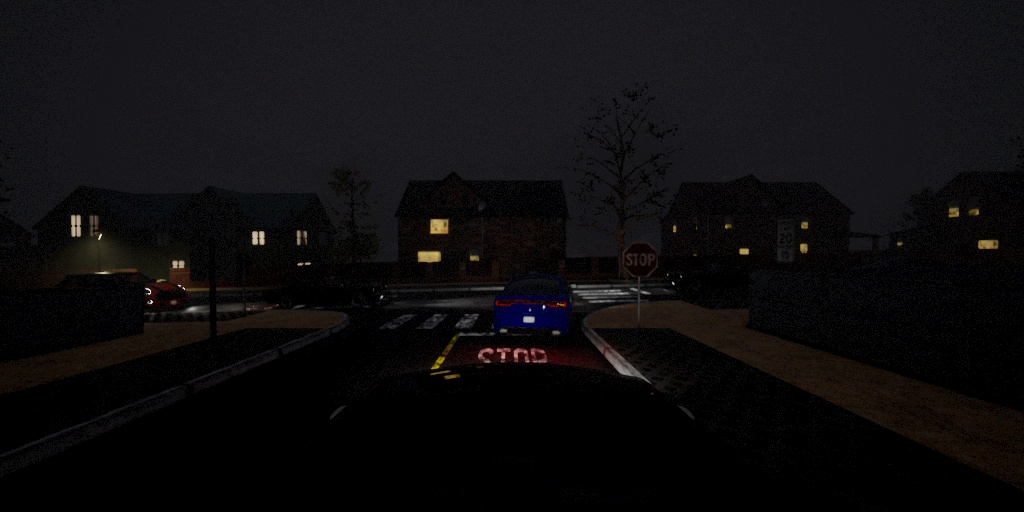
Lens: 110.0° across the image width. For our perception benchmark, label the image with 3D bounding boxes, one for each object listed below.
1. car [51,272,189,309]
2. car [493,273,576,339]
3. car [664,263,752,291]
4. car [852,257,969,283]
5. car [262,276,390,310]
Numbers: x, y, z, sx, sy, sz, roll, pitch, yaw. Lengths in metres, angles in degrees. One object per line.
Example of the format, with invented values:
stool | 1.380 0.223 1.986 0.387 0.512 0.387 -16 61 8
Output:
car | -16.796 1.467 15.402 4.553 1.767 2.097 -1 1 0
car | 0.788 1.224 10.198 1.882 1.535 5.008 0 0 10
car | 10.414 1.029 18.331 4.718 1.301 1.895 -1 1 -1
car | 20.060 0.748 18.365 5.357 1.411 2.033 -1 1 0
car | -7.808 1.502 15.408 4.718 1.301 1.895 -1 1 0
